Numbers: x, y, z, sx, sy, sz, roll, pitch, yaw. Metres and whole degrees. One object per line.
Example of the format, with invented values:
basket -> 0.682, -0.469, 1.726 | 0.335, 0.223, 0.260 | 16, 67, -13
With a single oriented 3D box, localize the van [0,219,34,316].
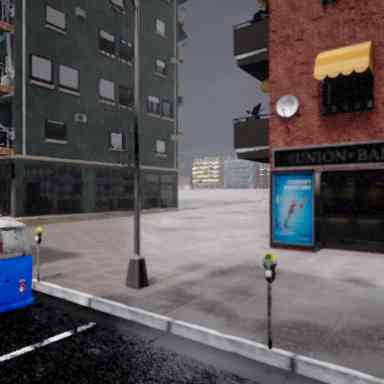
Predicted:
van -> -4.641, 1.328, 6.190 | 3.998, 1.788, 1.690 | 0, 0, 36
